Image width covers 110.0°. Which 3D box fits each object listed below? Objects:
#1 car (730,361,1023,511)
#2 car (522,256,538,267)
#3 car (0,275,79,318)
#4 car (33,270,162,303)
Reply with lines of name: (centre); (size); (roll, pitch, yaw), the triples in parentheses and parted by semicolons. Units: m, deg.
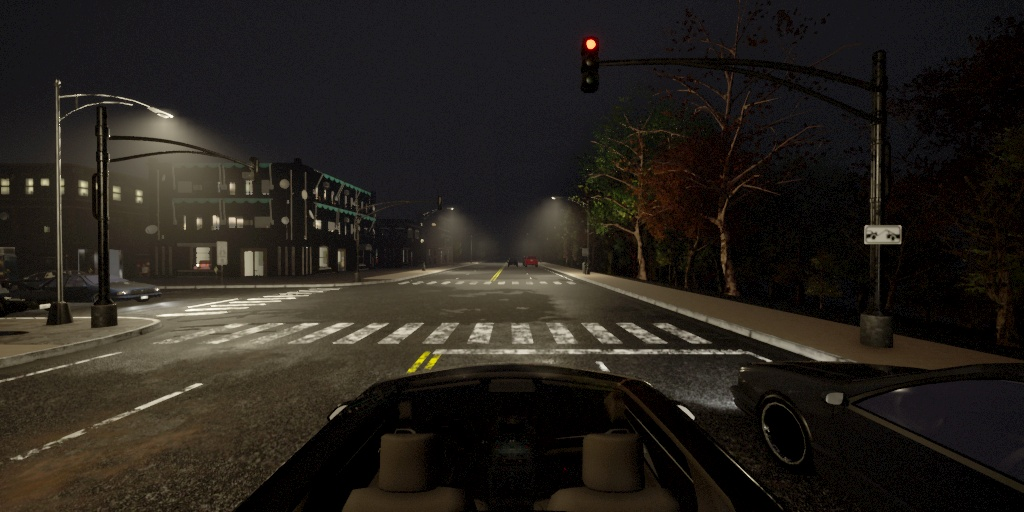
car: (3.327, 1.297, 1.672); (2.033, 1.411, 5.357); (0, 0, 3)
car: (3.416, 0.948, 63.877); (2.150, 2.045, 5.566); (0, 0, 0)
car: (-19.935, 1.565, 13.654); (4.313, 1.339, 1.948); (0, 0, 0)
car: (-19.287, 1.512, 16.380); (5.357, 1.411, 2.033); (-1, 1, 3)
